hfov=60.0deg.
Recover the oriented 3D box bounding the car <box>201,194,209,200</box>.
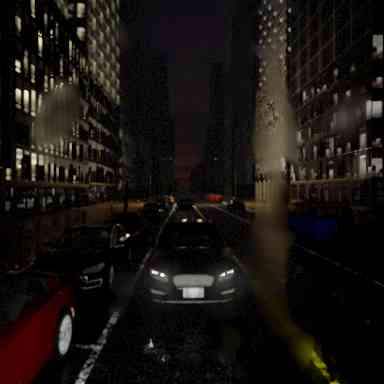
[{"bbox_3d":[3.461,1.323,88.604,1.967,1.590,4.097,-1,0,-2],"label":"car"}]

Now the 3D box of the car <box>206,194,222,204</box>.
[{"bbox_3d":[4.264,1.237,60.197,2.192,1.841,5.009,-1,0,-2],"label":"car"}]

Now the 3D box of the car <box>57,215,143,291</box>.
[{"bbox_3d":[-2.663,1.541,8.827,2.008,1.369,4.403,-1,0,-2],"label":"car"}]

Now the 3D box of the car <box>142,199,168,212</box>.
[{"bbox_3d":[-3.146,1.520,25.872,2.008,1.369,4.403,-1,0,-2],"label":"car"}]

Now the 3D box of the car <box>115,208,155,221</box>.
[{"bbox_3d":[-2.823,1.565,14.509,1.802,1.307,4.206,-1,0,-2],"label":"car"}]

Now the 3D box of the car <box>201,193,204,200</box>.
[{"bbox_3d":[3.783,1.339,77.241,1.967,1.590,4.097,-1,0,-2],"label":"car"}]

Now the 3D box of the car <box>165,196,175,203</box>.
[{"bbox_3d":[-4.267,1.444,65.471,1.752,1.417,4.829,-1,0,-2],"label":"car"}]

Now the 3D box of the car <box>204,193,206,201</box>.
[{"bbox_3d":[4.103,1.229,65.878,2.192,1.841,5.009,-1,0,-2],"label":"car"}]

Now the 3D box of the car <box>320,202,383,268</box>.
[{"bbox_3d":[5.712,1.302,9.064,2.192,1.841,5.009,-1,0,-2],"label":"car"}]

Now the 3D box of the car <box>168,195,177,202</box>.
[{"bbox_3d":[-4.593,1.468,77.004,1.947,1.339,4.313,-1,0,-2],"label":"car"}]

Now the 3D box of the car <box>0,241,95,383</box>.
[{"bbox_3d":[-2.502,1.542,3.146,1.887,1.381,4.507,-1,0,-2],"label":"car"}]

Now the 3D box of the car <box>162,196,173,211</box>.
[{"bbox_3d":[-3.467,1.506,37.234,2.008,1.369,4.403,-1,0,-2],"label":"car"}]

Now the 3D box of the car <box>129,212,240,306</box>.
[{"bbox_3d":[-0.049,1.481,8.224,2.128,1.511,4.902,0,0,-2],"label":"car"}]

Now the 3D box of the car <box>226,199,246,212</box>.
[{"bbox_3d":[4.910,1.502,37.471,2.008,1.369,4.403,-1,0,-2],"label":"car"}]

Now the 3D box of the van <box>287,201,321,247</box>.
[{"bbox_3d":[5.551,1.321,14.746,1.690,1.788,3.998,-1,0,-2],"label":"van"}]

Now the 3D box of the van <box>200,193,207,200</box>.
[{"bbox_3d":[3.299,1.215,94.284,1.690,1.788,3.998,-1,0,-2],"label":"van"}]

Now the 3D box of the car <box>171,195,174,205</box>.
[{"bbox_3d":[-3.789,1.522,48.597,1.802,1.307,4.206,-1,0,-2],"label":"car"}]

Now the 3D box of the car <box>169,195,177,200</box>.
[{"bbox_3d":[-4.915,1.437,88.367,2.008,1.369,4.403,-1,0,-2],"label":"car"}]

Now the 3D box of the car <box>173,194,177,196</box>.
[{"bbox_3d":[-3.951,1.373,54.278,1.967,1.590,4.097,-1,0,-2],"label":"car"}]

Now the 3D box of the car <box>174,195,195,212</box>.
[{"bbox_3d":[-0.765,1.431,37.126,1.882,1.535,5.008,0,0,-2],"label":"car"}]
